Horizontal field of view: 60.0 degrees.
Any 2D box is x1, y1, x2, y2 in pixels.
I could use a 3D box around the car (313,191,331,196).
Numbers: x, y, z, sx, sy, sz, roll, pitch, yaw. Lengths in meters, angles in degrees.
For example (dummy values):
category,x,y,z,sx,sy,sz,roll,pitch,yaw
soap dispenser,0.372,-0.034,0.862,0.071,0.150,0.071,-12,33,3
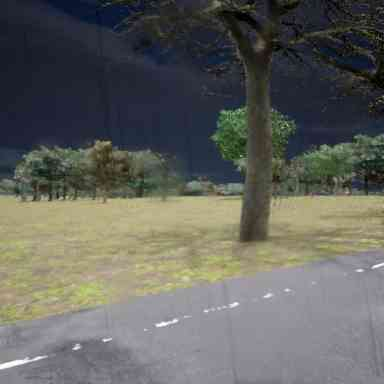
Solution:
category,x,y,z,sx,sy,sz,roll,pitch,yaw
car,33.947,0.384,86.892,1.812,1.442,4.674,2,-2,-35
